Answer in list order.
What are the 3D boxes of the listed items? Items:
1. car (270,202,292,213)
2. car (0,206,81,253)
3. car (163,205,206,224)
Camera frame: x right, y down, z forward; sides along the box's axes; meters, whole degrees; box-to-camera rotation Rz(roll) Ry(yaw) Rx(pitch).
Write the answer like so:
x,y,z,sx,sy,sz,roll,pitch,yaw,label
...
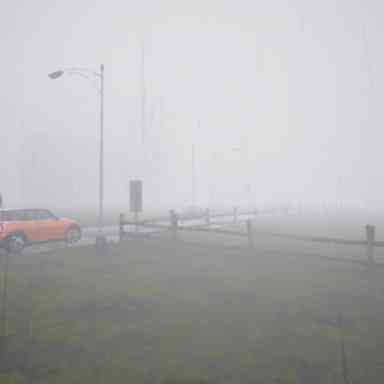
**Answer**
x,y,z,sx,sy,sz,roll,pitch,yaw,label
12.730,2.202,47.295,2.128,1.511,4.902,0,-1,36,car
-6.880,1.437,14.280,2.097,1.767,4.553,0,-1,22,car
-0.486,1.880,28.853,1.812,1.442,4.674,0,-1,35,car
